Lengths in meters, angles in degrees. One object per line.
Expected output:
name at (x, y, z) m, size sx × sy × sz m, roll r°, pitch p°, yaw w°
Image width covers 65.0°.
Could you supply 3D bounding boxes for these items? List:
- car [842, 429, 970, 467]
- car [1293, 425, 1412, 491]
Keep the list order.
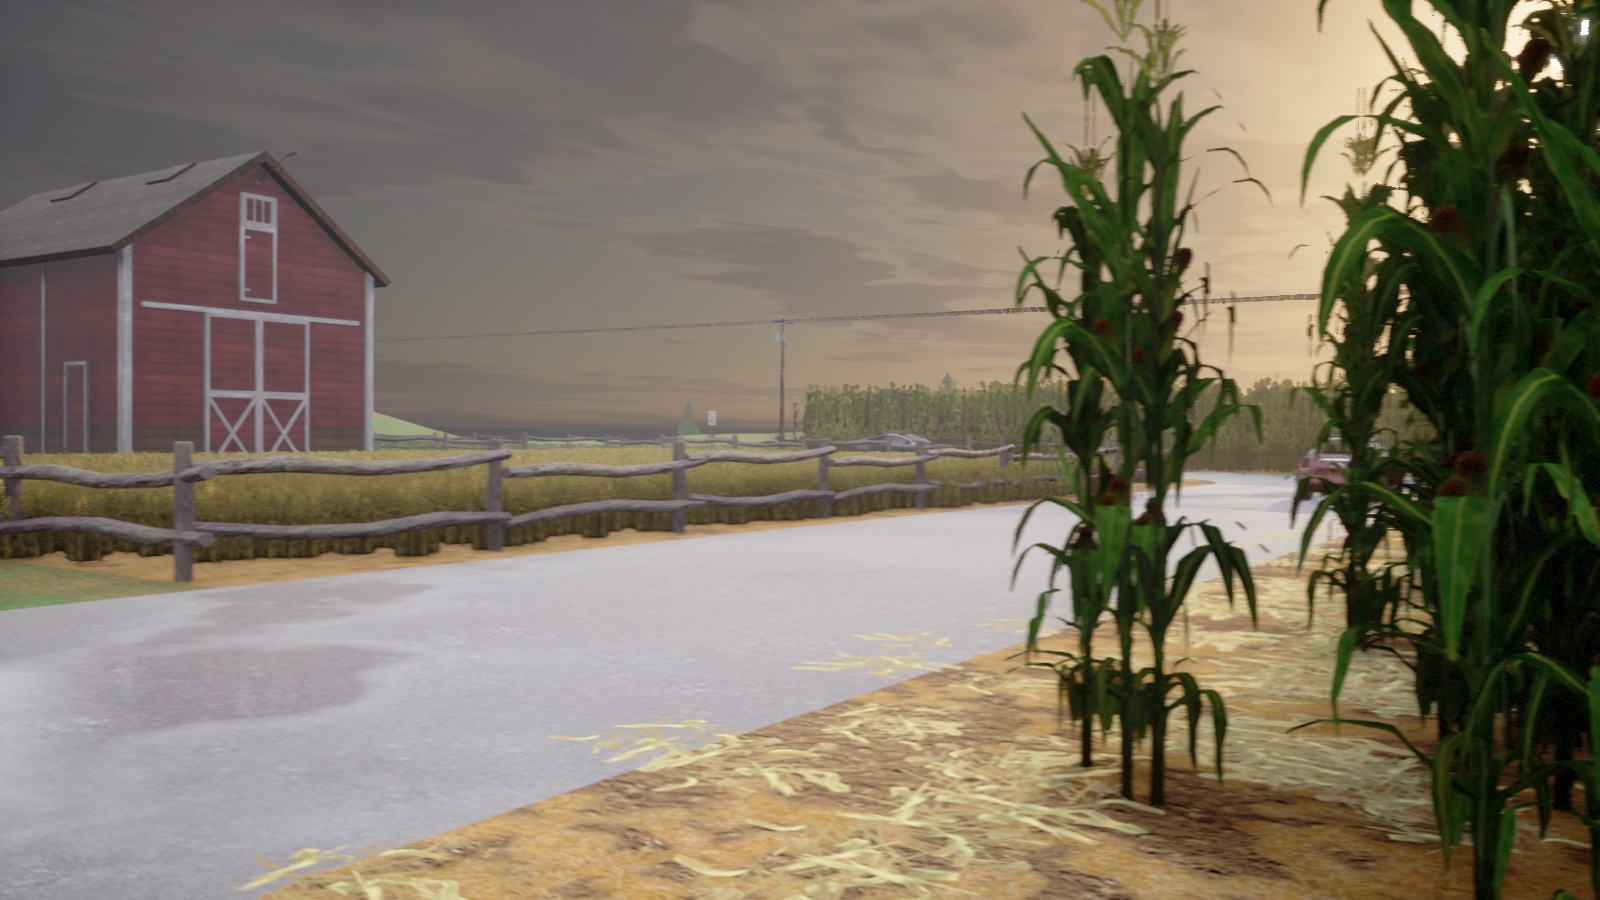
car at (4.401, -0.096, 52.352) m, size 4.902 × 1.511 × 2.128 m, roll 0°, pitch 1°, yaw 34°
car at (13.254, 0.145, 30.024) m, size 1.970 × 1.475 × 3.806 m, roll 0°, pitch 1°, yaw 34°
